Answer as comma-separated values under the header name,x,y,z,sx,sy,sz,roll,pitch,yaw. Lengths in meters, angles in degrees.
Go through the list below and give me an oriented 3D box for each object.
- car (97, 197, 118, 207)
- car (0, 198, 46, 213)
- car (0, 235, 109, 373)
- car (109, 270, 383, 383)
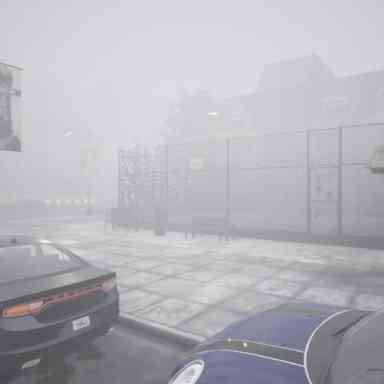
name,x,y,z,sx,sy,sz,roll,pitch,yaw
car,-12.529,1.476,51.836,1.882,1.535,5.008,0,0,35
car,-18.719,1.503,36.936,1.837,1.490,4.892,0,0,35
car,-3.394,1.479,5.556,5.008,1.535,2.097,0,0,35
car,1.917,1.354,1.937,4.553,1.767,2.185,0,0,35
